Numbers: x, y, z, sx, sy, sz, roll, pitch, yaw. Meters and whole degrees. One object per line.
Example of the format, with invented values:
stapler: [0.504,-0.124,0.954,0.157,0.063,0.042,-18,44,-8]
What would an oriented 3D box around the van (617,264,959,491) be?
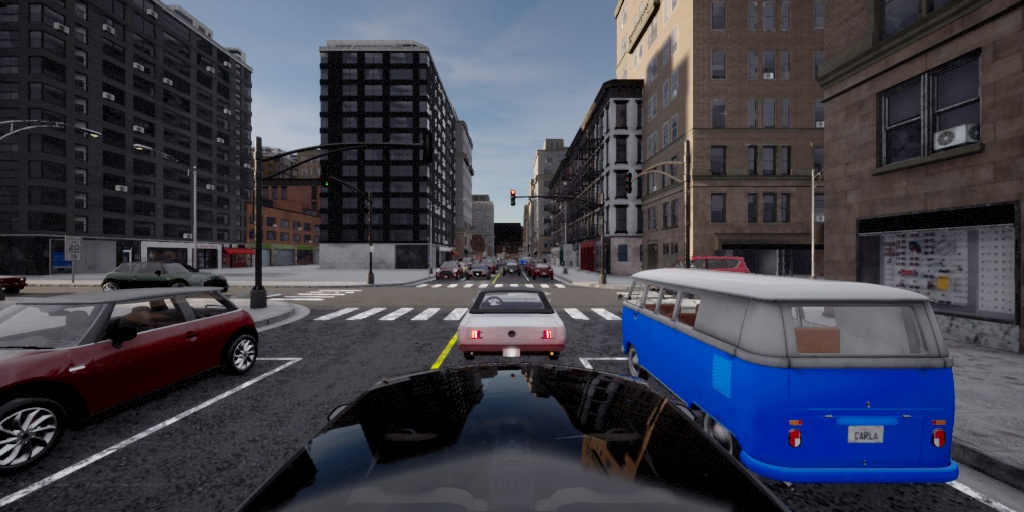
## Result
van: [2.637,1.091,4.523,1.690,1.789,3.998,0,0,0]

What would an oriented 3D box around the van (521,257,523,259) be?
van: [2.580,1.086,53.042,1.690,1.789,3.998,0,0,0]

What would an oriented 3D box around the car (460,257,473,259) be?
car: [-5.432,1.062,42.213,2.192,1.841,5.009,0,0,0]

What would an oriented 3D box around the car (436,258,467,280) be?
car: [-5.420,1.188,31.394,1.967,1.591,4.097,0,0,0]

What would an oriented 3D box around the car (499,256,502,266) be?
car: [-2.889,1.099,50.261,2.097,1.767,4.553,0,0,0]

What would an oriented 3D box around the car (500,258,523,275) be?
car: [-0.013,1.274,38.305,1.812,1.442,4.674,0,0,1]

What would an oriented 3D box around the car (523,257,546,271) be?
car: [2.599,1.063,36.812,2.192,1.841,5.009,0,0,0]

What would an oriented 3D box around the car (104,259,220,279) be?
car: [-16.005,1.022,16.731,4.553,1.767,2.097,0,0,0]

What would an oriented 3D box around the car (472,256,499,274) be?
car: [-2.876,1.100,40.189,2.097,1.767,4.553,0,0,0]

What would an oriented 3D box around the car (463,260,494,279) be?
car: [-2.883,1.313,31.569,1.994,1.385,4.181,0,0,-1]

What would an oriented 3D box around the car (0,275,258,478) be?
car: [-5.389,1.190,4.514,1.967,1.591,4.097,0,0,0]

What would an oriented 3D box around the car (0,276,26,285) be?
car: [-25.960,1.215,16.716,4.718,1.301,1.895,0,0,0]

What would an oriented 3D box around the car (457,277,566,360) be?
car: [-0.006,1.351,8.309,1.895,1.301,4.718,0,0,0]

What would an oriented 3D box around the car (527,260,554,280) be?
car: [2.605,1.294,31.403,1.888,1.381,4.507,0,0,0]

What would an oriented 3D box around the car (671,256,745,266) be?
car: [9.928,1.031,19.511,5.566,2.045,2.150,0,0,-4]
